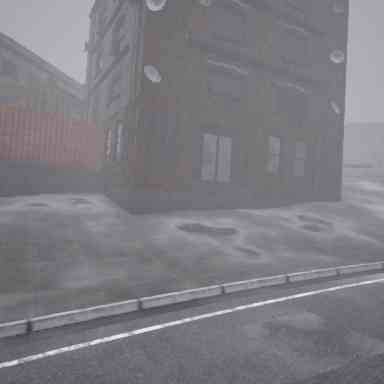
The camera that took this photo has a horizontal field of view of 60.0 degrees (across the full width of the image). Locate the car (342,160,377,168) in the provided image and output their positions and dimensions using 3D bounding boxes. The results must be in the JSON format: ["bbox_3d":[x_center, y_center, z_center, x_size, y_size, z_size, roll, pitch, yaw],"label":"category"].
[{"bbox_3d":[20.980,-3.284,42.396,4.553,1.767,2.185,2,-3,14],"label":"car"}]
